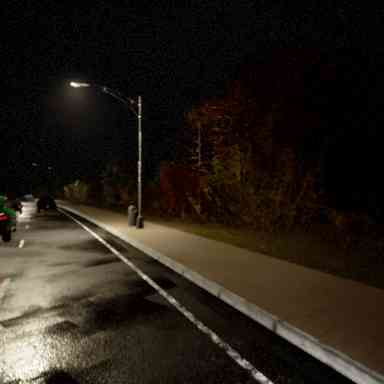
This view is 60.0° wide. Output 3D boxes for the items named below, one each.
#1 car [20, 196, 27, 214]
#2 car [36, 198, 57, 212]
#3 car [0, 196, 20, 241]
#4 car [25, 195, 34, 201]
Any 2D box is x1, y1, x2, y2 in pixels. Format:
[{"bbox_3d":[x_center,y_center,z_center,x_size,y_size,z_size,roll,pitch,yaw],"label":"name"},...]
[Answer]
[{"bbox_3d":[-18.058,1.452,33.468,2.033,1.411,5.357,0,0,-26],"label":"car"},{"bbox_3d":[-16.267,1.362,37.162,1.882,1.535,5.008,0,0,-26],"label":"car"},{"bbox_3d":[-9.768,1.181,16.004,2.150,2.045,5.566,0,0,-25],"label":"car"},{"bbox_3d":[-35.177,1.298,71.606,2.033,1.411,5.357,0,0,-31],"label":"car"}]
